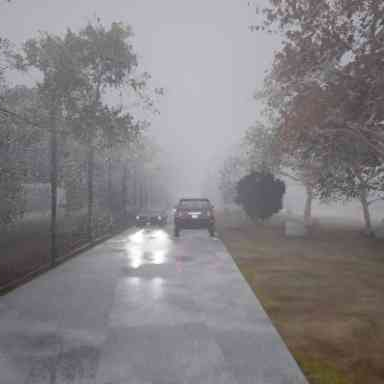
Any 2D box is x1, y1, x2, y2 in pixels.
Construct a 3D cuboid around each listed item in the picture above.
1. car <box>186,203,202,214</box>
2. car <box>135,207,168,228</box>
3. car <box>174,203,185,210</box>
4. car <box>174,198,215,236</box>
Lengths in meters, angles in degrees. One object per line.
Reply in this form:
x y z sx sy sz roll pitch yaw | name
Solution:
0.242 2.104 42.580 1.895 1.301 4.718 0 -1 0 | car
-2.801 1.769 23.696 1.895 1.301 4.718 0 -1 0 | car
-2.438 2.741 65.148 1.895 1.301 4.718 0 -2 1 | car
0.139 1.334 19.265 2.150 2.045 5.566 0 -1 0 | car
